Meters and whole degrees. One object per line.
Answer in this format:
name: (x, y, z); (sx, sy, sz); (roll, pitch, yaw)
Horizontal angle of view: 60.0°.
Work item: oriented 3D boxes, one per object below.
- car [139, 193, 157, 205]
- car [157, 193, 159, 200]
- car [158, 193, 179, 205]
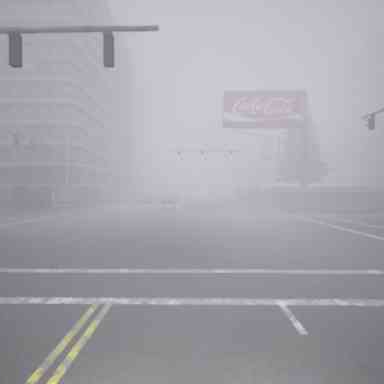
car: (-7.063, 1.109, 51.724); (1.882, 1.535, 5.008); (0, 0, 0)
car: (-6.999, 0.997, 67.573); (1.882, 1.535, 5.008); (0, 0, 0)
car: (-3.562, 1.180, 51.591); (2.033, 1.411, 5.357); (0, 0, 0)
